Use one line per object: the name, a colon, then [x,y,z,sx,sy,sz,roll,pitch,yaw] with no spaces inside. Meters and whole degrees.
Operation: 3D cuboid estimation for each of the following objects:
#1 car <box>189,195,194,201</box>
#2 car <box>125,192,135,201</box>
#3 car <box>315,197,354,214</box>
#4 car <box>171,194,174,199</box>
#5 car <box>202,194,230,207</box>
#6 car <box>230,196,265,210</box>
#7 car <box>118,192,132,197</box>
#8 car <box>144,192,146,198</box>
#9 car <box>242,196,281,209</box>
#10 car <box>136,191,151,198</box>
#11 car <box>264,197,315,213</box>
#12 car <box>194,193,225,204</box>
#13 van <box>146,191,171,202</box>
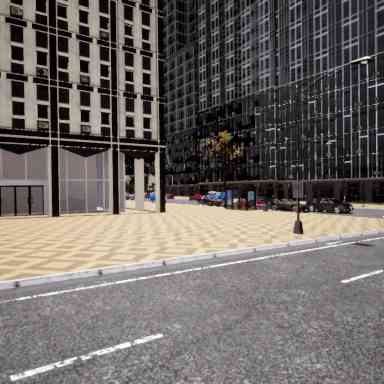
car: [1.004,1.043,63.100,1.802,1.307,4.206,0,1,-35]
car: [-12.351,1.039,67.697,2.008,1.369,4.403,0,1,-35]
car: [14.001,1.345,34.059,1.837,1.490,4.892,-1,1,-35]
car: [-5.453,0.936,72.456,1.802,1.307,4.206,0,1,-35]
car: [3.746,1.319,44.280,1.947,1.339,4.313,-1,1,-35]
car: [6.926,1.388,39.569,1.802,1.307,4.206,-1,1,-35]
car: [-18.366,0.688,91.166,2.008,1.369,4.403,0,1,-35]
car: [-8.681,0.615,77.131,2.192,1.841,5.009,0,1,-35]
car: [8.652,1.260,41.812,1.837,1.490,4.892,-1,1,-34]
car: [-11.910,0.686,81.810,1.967,1.590,4.097,0,1,-35]
car: [10.140,1.424,34.879,1.947,1.339,4.313,-1,1,-35]
car: [2.813,1.262,50.289,1.895,1.301,4.718,-1,1,-35]
van: [-5.894,0.937,58.339,1.690,1.788,3.998,0,1,-35]
